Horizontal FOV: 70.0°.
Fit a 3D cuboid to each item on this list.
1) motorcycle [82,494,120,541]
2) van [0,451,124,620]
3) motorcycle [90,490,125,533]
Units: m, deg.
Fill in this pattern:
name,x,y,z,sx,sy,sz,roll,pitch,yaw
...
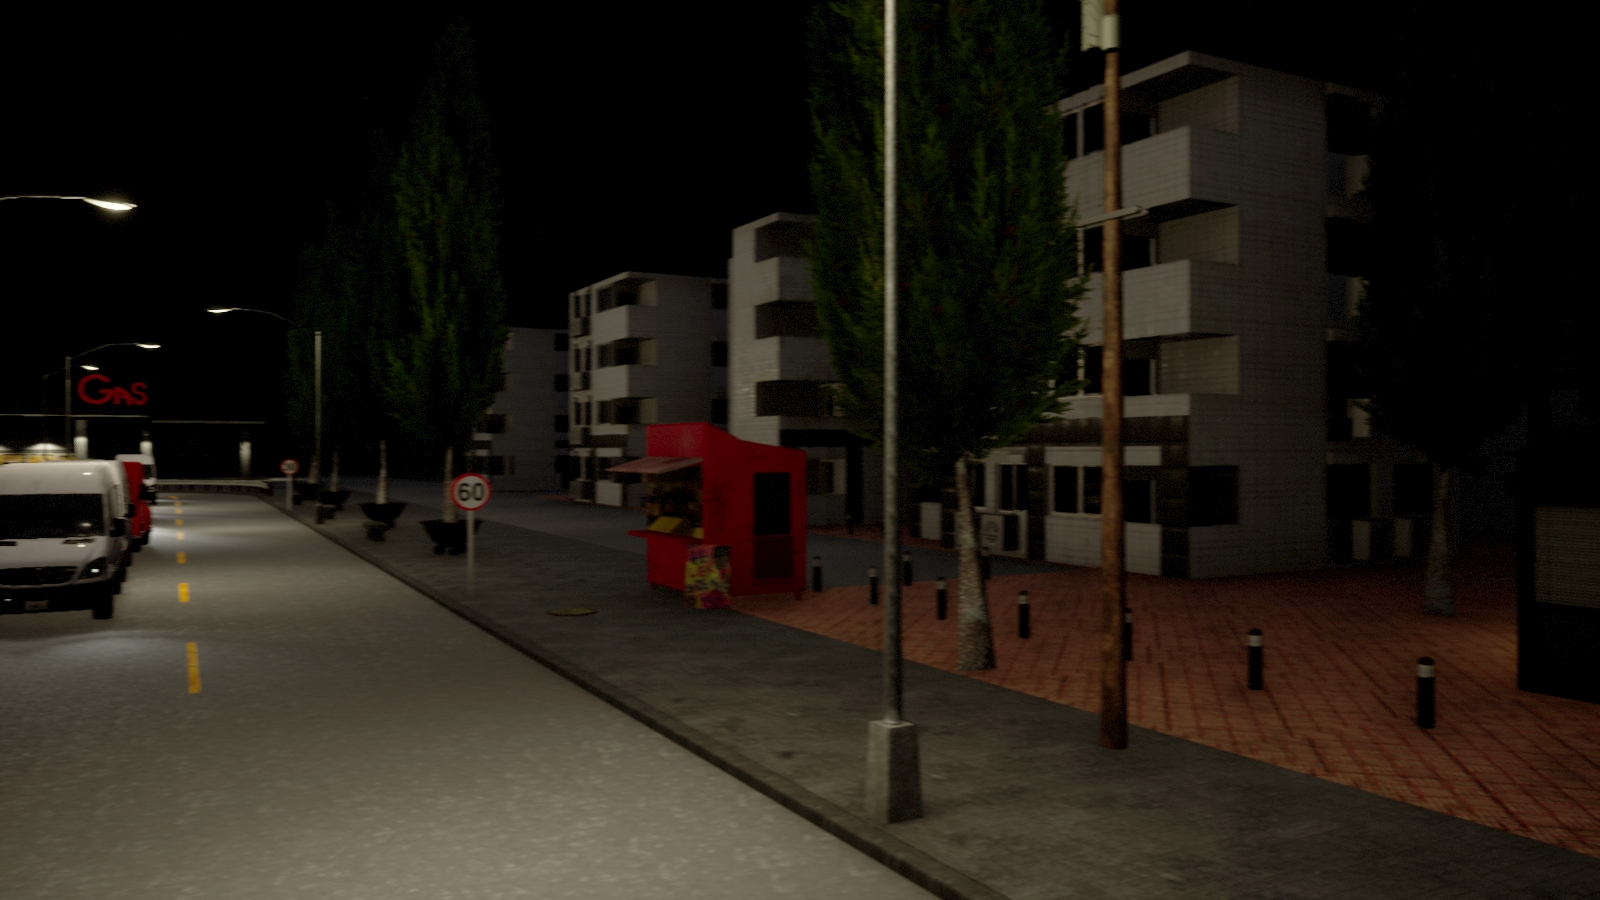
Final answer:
name,x,y,z,sx,sy,sz,roll,pitch,yaw
motorcycle,-20.285,1.943,33.182,0.856,1.236,1.805,0,0,-29
van,-13.215,1.304,20.195,1.988,2.561,5.915,0,0,-29
motorcycle,-22.262,1.964,36.764,0.867,1.251,2.209,0,0,-29
